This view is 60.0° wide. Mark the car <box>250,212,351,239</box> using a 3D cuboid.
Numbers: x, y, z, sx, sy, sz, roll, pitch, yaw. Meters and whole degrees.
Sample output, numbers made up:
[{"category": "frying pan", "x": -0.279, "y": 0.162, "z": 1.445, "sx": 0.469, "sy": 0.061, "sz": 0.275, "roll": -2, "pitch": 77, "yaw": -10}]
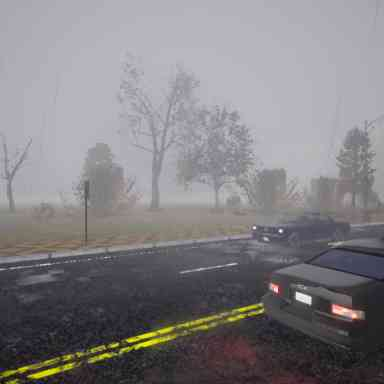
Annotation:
[{"category": "car", "x": 4.853, "y": 1.598, "z": 14.734, "sx": 4.718, "sy": 1.301, "sz": 1.895, "roll": 0, "pitch": 0, "yaw": -33}]

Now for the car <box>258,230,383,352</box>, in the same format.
[{"category": "car", "x": 3.734, "y": 1.546, "z": 5.979, "sx": 5.357, "sy": 1.411, "sz": 2.033, "roll": 0, "pitch": 0, "yaw": -31}]
